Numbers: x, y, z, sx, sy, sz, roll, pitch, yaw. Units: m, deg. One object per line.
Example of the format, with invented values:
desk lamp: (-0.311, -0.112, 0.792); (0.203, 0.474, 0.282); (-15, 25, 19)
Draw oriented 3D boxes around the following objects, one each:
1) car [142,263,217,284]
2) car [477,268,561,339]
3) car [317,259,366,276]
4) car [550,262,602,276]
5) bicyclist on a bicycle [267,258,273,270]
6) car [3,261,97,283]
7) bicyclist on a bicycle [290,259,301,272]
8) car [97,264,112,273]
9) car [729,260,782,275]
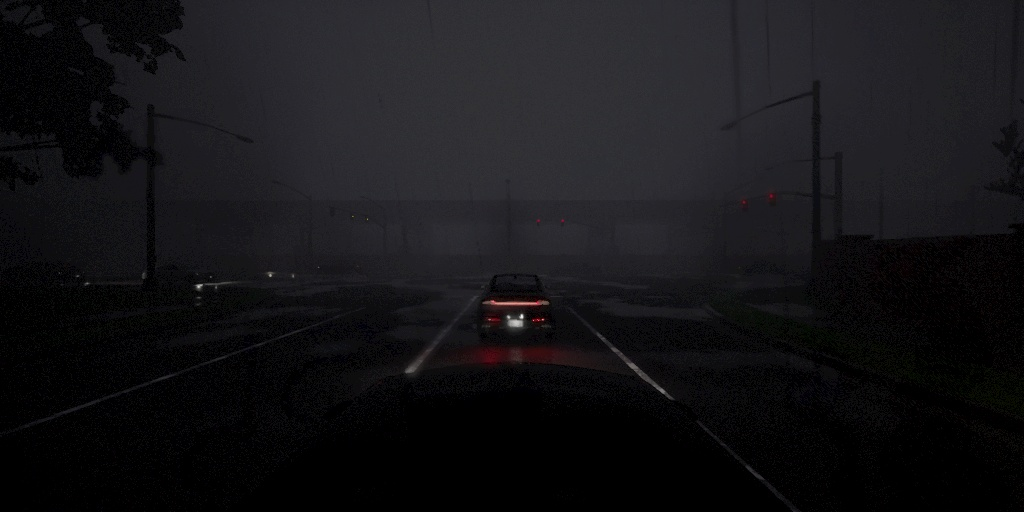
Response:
car: (-24.683, 1.276, 26.673); (4.674, 1.442, 1.812); (0, 0, 2)
car: (0.099, 1.242, 10.137); (2.128, 1.511, 4.902); (0, 0, 0)
car: (-17.693, 1.102, 37.178); (4.553, 1.767, 2.097); (0, 0, 2)
car: (6.327, 1.277, 36.525); (5.357, 1.411, 2.033); (0, 0, 2)
bicyclist on a bicycle: (-31.583, 1.050, 46.803); (0.582, 1.620, 1.656); (0, 0, -33)
car: (-35.056, 1.241, 26.999); (4.902, 1.511, 2.128); (0, 0, 2)
bicyclist on a bicycle: (-27.031, 1.203, 44.712); (0.582, 1.620, 1.656); (0, 0, 14)
car: (-49.647, 1.297, 41.451); (5.357, 1.411, 2.033); (0, 0, 2)
car: (24.419, 1.128, 36.034); (4.674, 1.442, 1.812); (-1, 0, 2)
